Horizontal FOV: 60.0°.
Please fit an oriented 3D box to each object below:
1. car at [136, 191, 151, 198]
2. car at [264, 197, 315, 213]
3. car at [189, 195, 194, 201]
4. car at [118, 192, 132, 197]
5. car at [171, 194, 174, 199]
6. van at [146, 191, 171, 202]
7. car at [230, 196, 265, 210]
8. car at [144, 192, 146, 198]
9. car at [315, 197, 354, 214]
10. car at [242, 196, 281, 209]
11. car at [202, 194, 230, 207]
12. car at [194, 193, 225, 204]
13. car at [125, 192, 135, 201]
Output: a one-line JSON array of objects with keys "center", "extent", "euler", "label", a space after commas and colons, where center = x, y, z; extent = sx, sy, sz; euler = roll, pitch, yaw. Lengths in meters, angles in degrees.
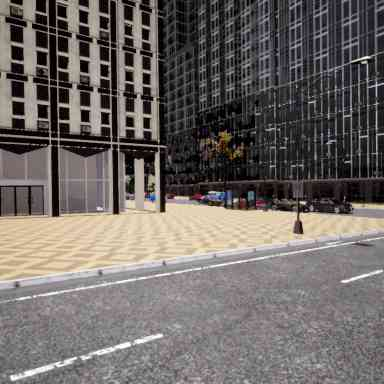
[{"center": [-11.909, 0.686, 81.810], "extent": [1.967, 1.590, 4.097], "euler": [0, 1, -35], "label": "car"}, {"center": [10.140, 1.424, 34.879], "extent": [1.947, 1.339, 4.313], "euler": [0, 1, -35], "label": "car"}, {"center": [1.004, 1.043, 63.100], "extent": [1.802, 1.307, 4.206], "euler": [0, 1, -35], "label": "car"}, {"center": [-18.365, 0.689, 91.166], "extent": [2.008, 1.369, 4.403], "euler": [0, 1, -35], "label": "car"}, {"center": [-5.453, 0.936, 72.456], "extent": [1.802, 1.307, 4.206], "euler": [0, 1, -35], "label": "car"}, {"center": [-5.894, 0.937, 58.339], "extent": [1.690, 1.788, 3.998], "euler": [0, 1, -35], "label": "van"}, {"center": [6.926, 1.388, 39.569], "extent": [1.802, 1.307, 4.206], "euler": [0, 1, -35], "label": "car"}, {"center": [-8.681, 0.615, 77.131], "extent": [2.192, 1.841, 5.009], "euler": [0, 1, -35], "label": "car"}, {"center": [14.001, 1.345, 34.059], "extent": [1.837, 1.490, 4.892], "euler": [-1, 1, -35], "label": "car"}, {"center": [8.652, 1.260, 41.812], "extent": [1.837, 1.490, 4.892], "euler": [-1, 1, -34], "label": "car"}, {"center": [3.746, 1.320, 44.280], "extent": [1.947, 1.339, 4.313], "euler": [0, 1, -35], "label": "car"}, {"center": [2.813, 1.262, 50.289], "extent": [1.895, 1.301, 4.718], "euler": [-1, 1, -35], "label": "car"}, {"center": [-12.350, 1.040, 67.697], "extent": [2.008, 1.369, 4.403], "euler": [0, 1, -35], "label": "car"}]
